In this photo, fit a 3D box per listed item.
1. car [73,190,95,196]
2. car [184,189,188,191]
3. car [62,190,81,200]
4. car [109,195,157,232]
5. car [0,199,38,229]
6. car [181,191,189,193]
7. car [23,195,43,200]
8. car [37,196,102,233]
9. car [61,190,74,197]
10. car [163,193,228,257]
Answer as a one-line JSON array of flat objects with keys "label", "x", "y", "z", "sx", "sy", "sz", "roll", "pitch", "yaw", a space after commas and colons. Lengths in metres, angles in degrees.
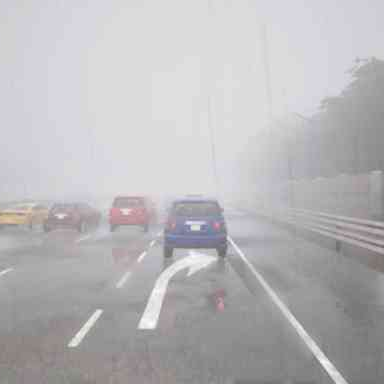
[{"label": "car", "x": -20.559, "y": 0.904, "z": 64.704, "sx": 2.150, "sy": 2.045, "sz": 5.566, "roll": 0, "pitch": 1, "yaw": 1}, {"label": "car", "x": -2.686, "y": 0.736, "z": 88.074, "sx": 1.994, "sy": 1.385, "sz": 4.181, "roll": 0, "pitch": 1, "yaw": 1}, {"label": "car", "x": -27.399, "y": 0.643, "z": 75.668, "sx": 2.150, "sy": 2.045, "sz": 5.566, "roll": 0, "pitch": 1, "yaw": 1}, {"label": "car", "x": -3.453, "y": 1.202, "z": 20.209, "sx": 2.150, "sy": 2.045, "sz": 5.566, "roll": 0, "pitch": 0, "yaw": 0}, {"label": "car", "x": -10.346, "y": 1.457, "z": 21.297, "sx": 1.882, "sy": 1.535, "sz": 5.008, "roll": 0, "pitch": 0, "yaw": 0}, {"label": "car", "x": 0.225, "y": 1.190, "z": 33.336, "sx": 2.150, "sy": 2.045, "sz": 5.566, "roll": 0, "pitch": 0, "yaw": 0}, {"label": "car", "x": -31.056, "y": 1.274, "z": 64.851, "sx": 1.895, "sy": 1.301, "sz": 4.718, "roll": 0, "pitch": 1, "yaw": 1}, {"label": "car", "x": -6.854, "y": 1.334, "z": 19.536, "sx": 2.097, "sy": 1.767, "sz": 4.553, "roll": 0, "pitch": 0, "yaw": 0}, {"label": "car", "x": -24.056, "y": 1.034, "z": 64.802, "sx": 2.097, "sy": 1.767, "sz": 4.553, "roll": 0, "pitch": 1, "yaw": 1}, {"label": "car", "x": 0.122, "y": 1.209, "z": 13.074, "sx": 2.150, "sy": 2.045, "sz": 5.566, "roll": 0, "pitch": 0, "yaw": 0}]
